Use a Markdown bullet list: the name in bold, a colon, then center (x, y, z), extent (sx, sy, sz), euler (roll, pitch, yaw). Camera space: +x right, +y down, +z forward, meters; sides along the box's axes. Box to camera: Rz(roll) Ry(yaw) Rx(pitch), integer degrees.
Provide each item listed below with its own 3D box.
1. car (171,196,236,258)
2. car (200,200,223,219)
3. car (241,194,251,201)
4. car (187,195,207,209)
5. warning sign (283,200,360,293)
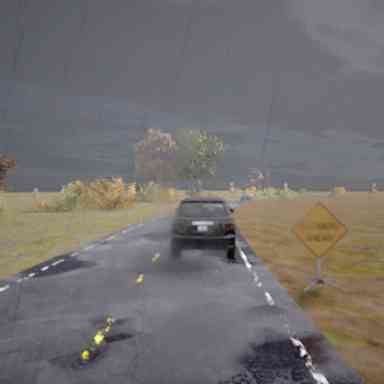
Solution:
- **car**: center (0.470, 1.213, 12.834), extent (2.150, 2.045, 5.566), euler (0, 0, 3)
- **car**: center (1.846, 1.506, 29.822), extent (1.812, 1.442, 4.674), euler (0, 0, 6)
- **car**: center (13.072, 1.273, 80.466), extent (2.097, 1.767, 4.553), euler (0, 0, 17)
- **car**: center (0.722, 1.315, 45.012), extent (2.097, 1.767, 4.553), euler (0, 0, 9)
- **warning sign**: center (2.773, 1.115, 7.286), extent (1.300, 1.860, 1.060), euler (0, 0, 2)
